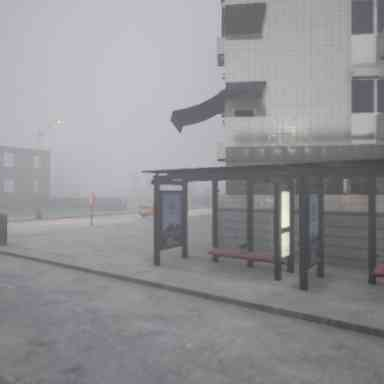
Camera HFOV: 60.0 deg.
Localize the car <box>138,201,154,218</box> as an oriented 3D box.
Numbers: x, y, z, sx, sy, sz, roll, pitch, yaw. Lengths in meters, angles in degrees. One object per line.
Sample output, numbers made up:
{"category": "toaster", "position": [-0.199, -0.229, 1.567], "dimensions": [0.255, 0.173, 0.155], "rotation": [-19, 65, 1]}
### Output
{"category": "car", "position": [-2.730, 1.515, 30.454], "dimensions": [1.882, 1.535, 5.008], "rotation": [0, 0, 35]}
